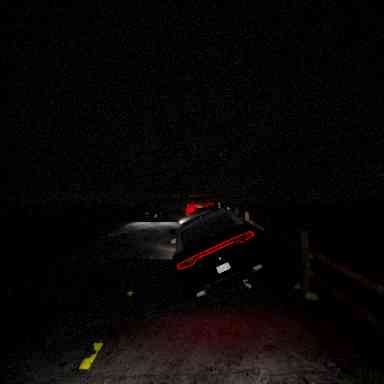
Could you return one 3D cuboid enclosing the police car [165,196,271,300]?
[{"bbox_3d":[0.484,1.210,8.657,1.930,1.638,5.238,-25,0,0],"label":"police car"}]

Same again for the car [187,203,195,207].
[{"bbox_3d":[0.791,1.569,18.537,1.812,1.442,4.674,0,0,0],"label":"car"}]

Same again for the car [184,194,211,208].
[{"bbox_3d":[0.677,1.238,24.480,2.150,2.045,5.566,-3,-2,3],"label":"car"}]

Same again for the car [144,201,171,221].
[{"bbox_3d":[-2.804,1.587,27.966,1.837,1.490,4.892,0,0,0],"label":"car"}]

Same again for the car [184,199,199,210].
[{"bbox_3d":[-0.074,1.730,46.471,2.033,1.411,5.357,0,0,0],"label":"car"}]
